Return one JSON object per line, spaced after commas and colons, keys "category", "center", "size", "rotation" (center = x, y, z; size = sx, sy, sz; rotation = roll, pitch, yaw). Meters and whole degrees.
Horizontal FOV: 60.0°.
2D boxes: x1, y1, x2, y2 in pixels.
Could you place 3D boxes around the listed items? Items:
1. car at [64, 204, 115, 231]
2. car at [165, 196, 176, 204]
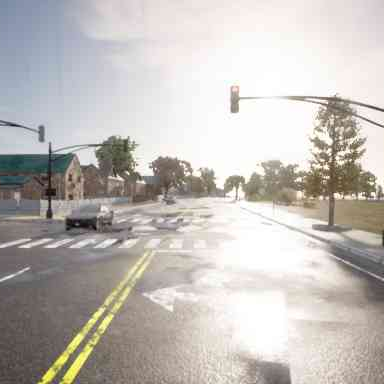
{"category": "car", "center": [-6.250, 1.507, 20.775], "size": [1.882, 1.535, 5.008], "rotation": [0, 0, 1]}
{"category": "car", "center": [-4.158, 1.635, 65.270], "size": [1.837, 1.490, 4.892], "rotation": [0, 0, 4]}
